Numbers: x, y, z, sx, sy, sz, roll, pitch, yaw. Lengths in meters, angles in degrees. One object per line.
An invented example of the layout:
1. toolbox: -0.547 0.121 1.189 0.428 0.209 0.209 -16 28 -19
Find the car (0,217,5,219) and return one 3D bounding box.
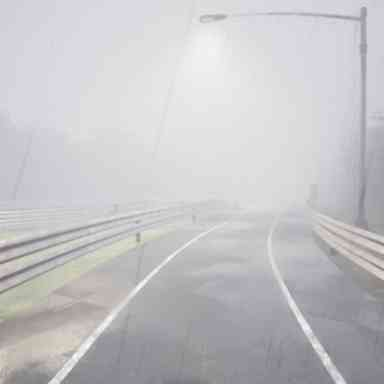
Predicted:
1. car: -15.680 1.715 23.171 2.128 1.511 4.902 0 0 32

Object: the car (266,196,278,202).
1. car: 19.088 1.603 79.521 2.128 1.511 4.902 0 0 32

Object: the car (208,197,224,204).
1. car: 3.804 1.608 54.757 1.812 1.442 4.674 0 1 32

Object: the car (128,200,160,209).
1. car: -5.643 1.665 39.437 1.812 1.442 4.674 0 0 32
